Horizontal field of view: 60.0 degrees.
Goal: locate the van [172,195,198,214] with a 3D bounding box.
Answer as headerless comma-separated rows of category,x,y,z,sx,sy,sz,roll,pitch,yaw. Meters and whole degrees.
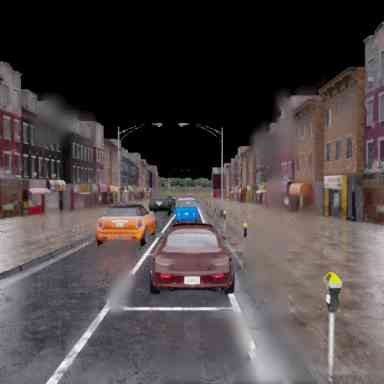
van,-0.401,1.332,25.542,1.690,1.788,3.998,-1,0,0

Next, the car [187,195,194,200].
car,-0.391,1.541,91.932,1.947,1.339,4.313,-1,0,0

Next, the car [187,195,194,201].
car,-0.392,1.542,86.399,1.947,1.339,4.313,-1,0,0

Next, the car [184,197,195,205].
car,-0.394,1.562,58.737,1.802,1.307,4.206,-1,0,0

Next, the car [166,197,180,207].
car,-2.917,1.487,50.747,1.837,1.490,4.892,0,0,0

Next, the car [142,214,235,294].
car,0.004,1.522,8.652,1.812,1.442,4.674,0,0,0

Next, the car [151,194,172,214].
car,-3.007,1.209,33.344,2.150,2.045,5.566,0,0,0

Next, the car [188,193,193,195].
car,-0.401,1.302,36.607,2.192,1.841,5.009,-1,0,0

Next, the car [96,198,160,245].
car,-2.920,1.346,15.585,2.097,1.767,4.553,0,0,0
